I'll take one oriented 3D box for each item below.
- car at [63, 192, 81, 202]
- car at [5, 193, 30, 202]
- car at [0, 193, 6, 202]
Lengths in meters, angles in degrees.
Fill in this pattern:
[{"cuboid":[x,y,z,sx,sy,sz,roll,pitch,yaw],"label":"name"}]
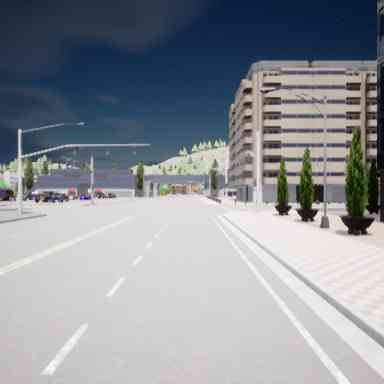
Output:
[{"cuboid":[-30.210,1.360,83.848,1.970,1.475,3.806,0,0,0],"label":"car"},{"cuboid":[-36.032,1.357,68.766,1.970,1.475,3.806,0,0,0],"label":"car"},{"cuboid":[-38.927,1.325,68.777,1.784,1.438,3.905,0,0,0],"label":"car"}]
